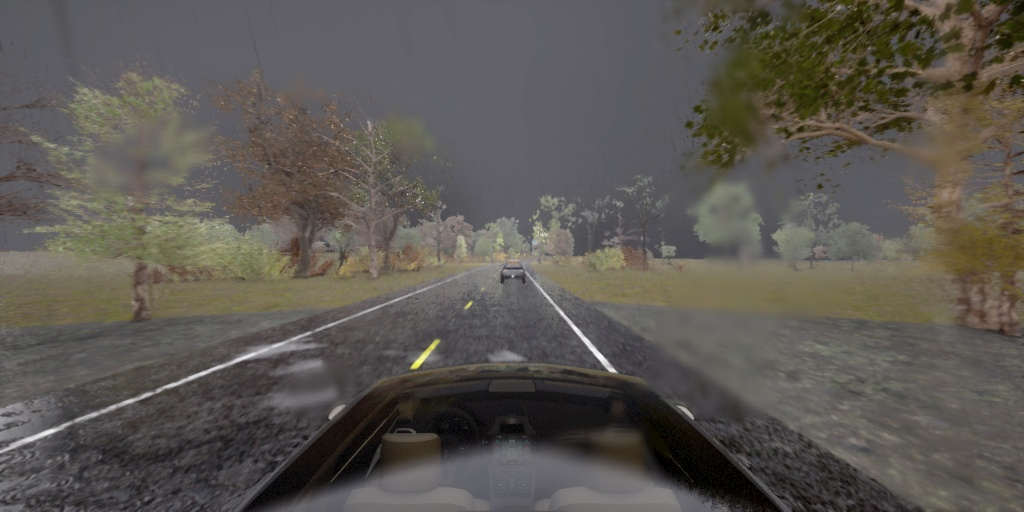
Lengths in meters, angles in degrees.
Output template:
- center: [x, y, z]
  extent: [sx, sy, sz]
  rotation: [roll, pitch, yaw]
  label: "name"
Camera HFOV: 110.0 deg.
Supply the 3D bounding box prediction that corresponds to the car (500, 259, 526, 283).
- center: [0.081, 1.254, 28.482]
  extent: [2.128, 1.511, 4.902]
  rotation: [0, 0, 0]
  label: "car"
